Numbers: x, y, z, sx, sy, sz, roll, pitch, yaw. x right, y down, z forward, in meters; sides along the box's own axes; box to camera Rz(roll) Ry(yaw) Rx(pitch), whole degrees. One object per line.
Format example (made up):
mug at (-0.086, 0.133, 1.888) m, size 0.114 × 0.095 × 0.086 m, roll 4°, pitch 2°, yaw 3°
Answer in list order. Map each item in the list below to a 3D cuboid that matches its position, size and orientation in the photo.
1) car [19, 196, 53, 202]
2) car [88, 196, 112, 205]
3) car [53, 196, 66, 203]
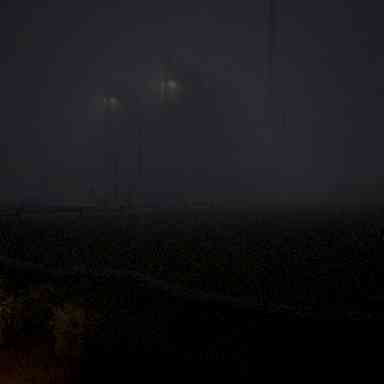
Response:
car at (-26.684, 1.533, 56.273) m, size 2.242 × 1.667 × 4.611 m, roll 0°, pitch 0°, yaw 39°
car at (-16.095, 1.526, 57.892) m, size 5.008 × 1.535 × 1.882 m, roll -1°, pitch -1°, yaw 38°
car at (-27.167, 1.585, 66.452) m, size 4.902 × 1.511 × 2.128 m, roll 0°, pitch 0°, yaw 38°
